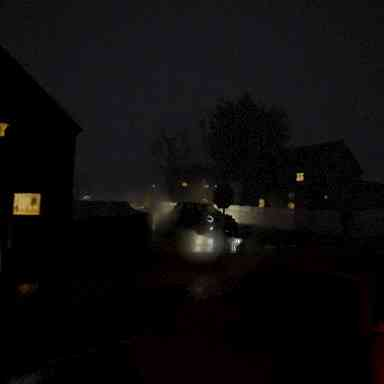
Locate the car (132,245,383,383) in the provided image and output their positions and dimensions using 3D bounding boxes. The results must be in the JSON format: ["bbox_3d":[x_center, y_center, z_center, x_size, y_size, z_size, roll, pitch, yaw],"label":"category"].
[{"bbox_3d":[1.614,1.507,4.104,5.008,1.535,1.882,1,1,-43],"label":"car"}]

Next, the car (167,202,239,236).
[{"bbox_3d":[0.505,1.356,18.178,2.097,1.767,4.553,4,-2,-33],"label":"car"}]

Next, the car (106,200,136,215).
[{"bbox_3d":[-6.319,1.574,29.580,1.837,1.490,4.892,4,-3,-27],"label":"car"}]

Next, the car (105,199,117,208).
[{"bbox_3d":[-14.715,2.124,60.501,1.994,1.385,4.181,3,-1,-13],"label":"car"}]

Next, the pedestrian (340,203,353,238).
[{"bbox_3d":[8.042,1.470,17.356,0.375,1.860,0.375,4,-2,-36],"label":"pedestrian"}]

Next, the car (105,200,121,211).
[{"bbox_3d":[-12.052,2.022,50.842,1.994,1.385,4.181,3,-2,-18],"label":"car"}]
